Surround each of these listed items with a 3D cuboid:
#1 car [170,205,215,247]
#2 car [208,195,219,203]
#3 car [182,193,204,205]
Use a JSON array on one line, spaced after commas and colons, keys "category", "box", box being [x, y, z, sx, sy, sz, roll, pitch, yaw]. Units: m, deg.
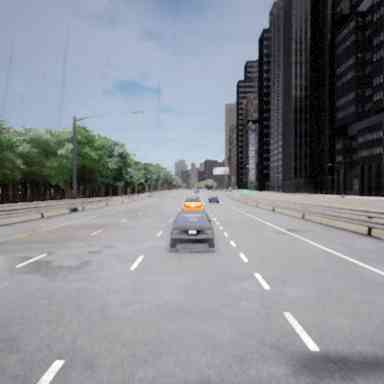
[{"category": "car", "box": [0.024, 1.530, 14.881, 2.033, 1.411, 5.357, 0, 0, 0]}, {"category": "car", "box": [4.021, 1.282, 63.040, 1.812, 1.442, 4.674, 0, 1, 1]}, {"category": "car", "box": [0.113, 1.270, 32.514, 2.097, 1.767, 4.553, 0, 0, 0]}]
